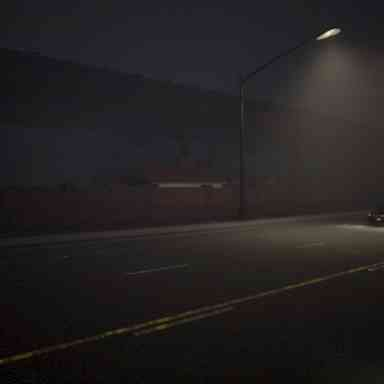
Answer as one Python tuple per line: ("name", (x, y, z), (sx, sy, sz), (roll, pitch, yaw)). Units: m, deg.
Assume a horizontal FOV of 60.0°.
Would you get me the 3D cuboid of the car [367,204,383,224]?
("car", (13.559, 1.402, 22.124), (4.674, 1.442, 1.812), (-1, 0, -35))
